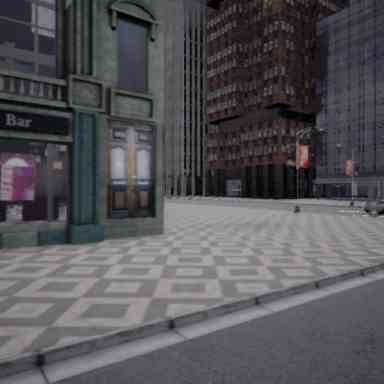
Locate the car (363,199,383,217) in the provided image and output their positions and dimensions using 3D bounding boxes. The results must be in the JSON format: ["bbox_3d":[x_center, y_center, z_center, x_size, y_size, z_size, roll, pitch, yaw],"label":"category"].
[{"bbox_3d":[16.056,1.343,26.008,2.128,1.511,4.902,0,2,-35],"label":"car"}]
